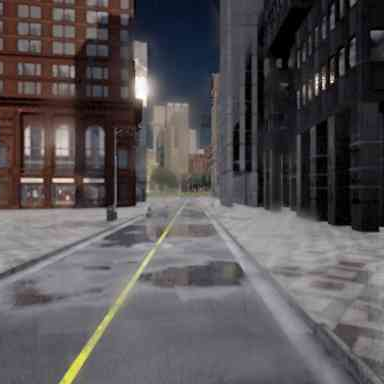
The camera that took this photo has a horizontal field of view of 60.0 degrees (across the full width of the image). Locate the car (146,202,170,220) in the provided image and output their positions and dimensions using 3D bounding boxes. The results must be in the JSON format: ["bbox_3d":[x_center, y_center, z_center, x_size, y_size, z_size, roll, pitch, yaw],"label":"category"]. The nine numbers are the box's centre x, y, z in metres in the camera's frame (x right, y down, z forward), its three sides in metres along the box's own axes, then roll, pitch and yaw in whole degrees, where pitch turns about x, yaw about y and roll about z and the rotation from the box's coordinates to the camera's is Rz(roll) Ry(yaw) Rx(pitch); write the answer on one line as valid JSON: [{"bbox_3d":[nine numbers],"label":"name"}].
[{"bbox_3d":[-3.015,1.633,29.968,1.812,1.442,4.674,0,0,0],"label":"car"}]
